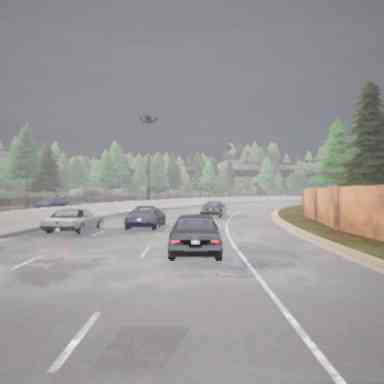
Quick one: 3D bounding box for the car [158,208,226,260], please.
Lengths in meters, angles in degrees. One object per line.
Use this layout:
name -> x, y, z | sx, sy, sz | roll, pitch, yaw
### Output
car -> 0.134, 1.543, 12.395 | 2.033, 1.411, 5.357 | 0, 0, 1

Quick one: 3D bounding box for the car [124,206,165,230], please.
car -> -2.864, 1.556, 21.115 | 1.994, 1.385, 4.181 | 0, 0, 5

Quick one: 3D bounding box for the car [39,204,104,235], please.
car -> -6.580, 1.594, 18.875 | 1.895, 1.301, 4.718 | 0, 0, 4

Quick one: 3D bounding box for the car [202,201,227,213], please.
car -> 2.086, 1.536, 30.785 | 2.033, 1.411, 5.357 | 0, 0, 12

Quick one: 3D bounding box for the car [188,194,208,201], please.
car -> 1.521, 1.269, 79.076 | 2.033, 1.411, 5.357 | 0, 0, 36
